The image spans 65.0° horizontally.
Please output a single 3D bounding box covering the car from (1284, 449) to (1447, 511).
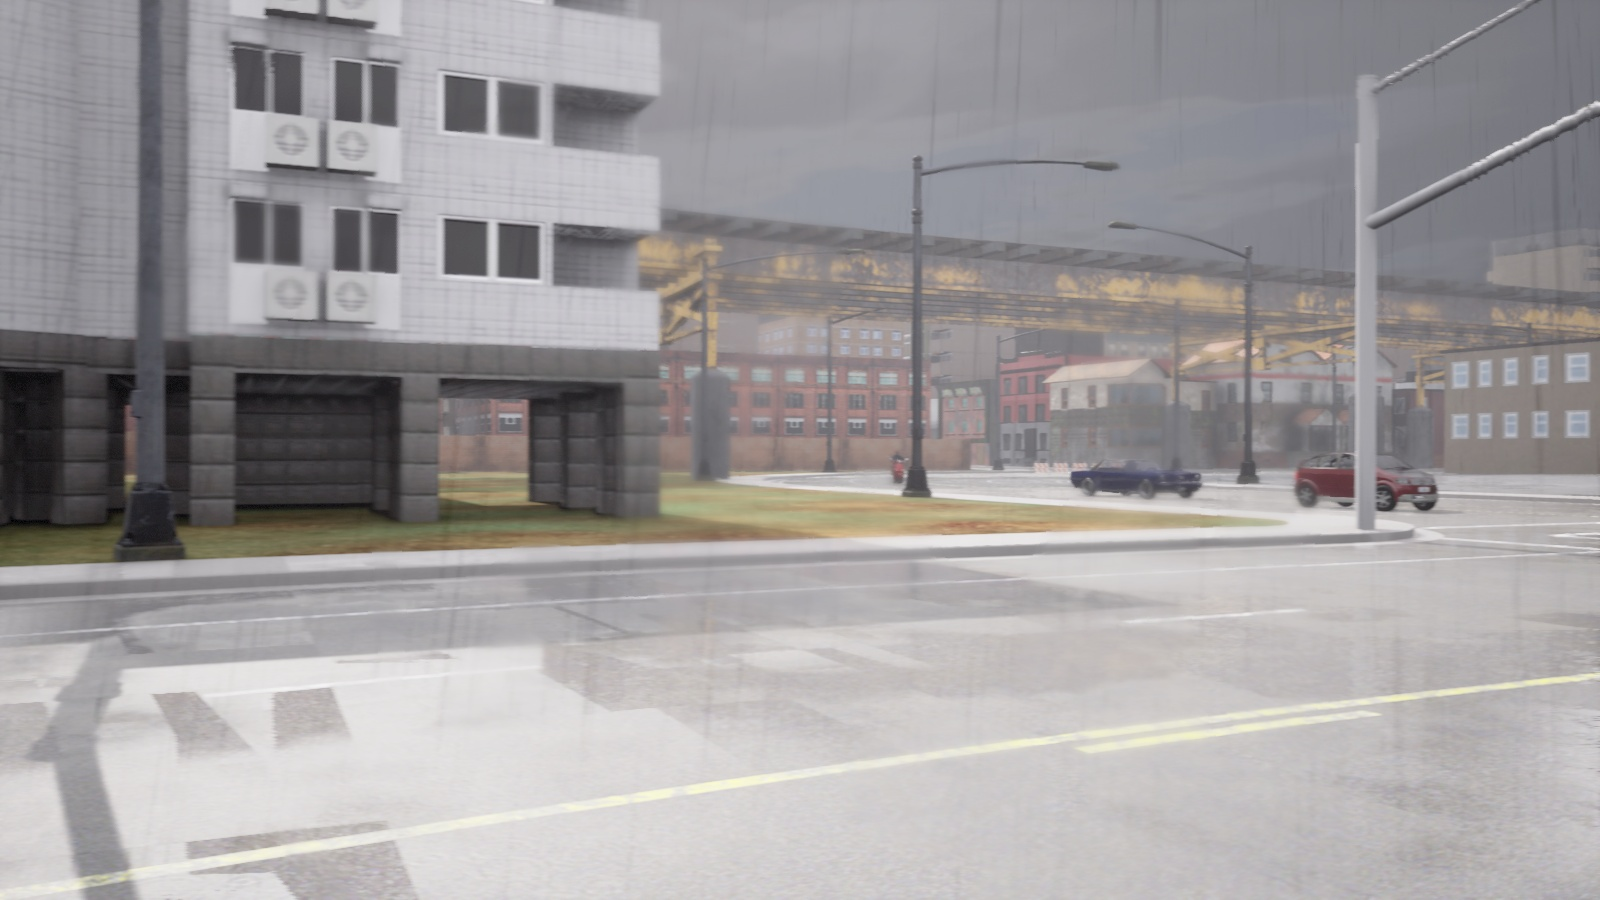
[{"bbox_3d":[15.083,0.758,33.659,1.789,1.549,3.705,0,0,-25],"label":"car"}]

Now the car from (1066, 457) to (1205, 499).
[{"bbox_3d":[11.108,0.900,41.927,1.895,1.301,4.718,0,0,-26],"label":"car"}]

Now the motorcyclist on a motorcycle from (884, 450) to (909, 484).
[{"bbox_3d":[4.525,0.792,59.171,0.866,1.590,1.817,1,0,-5],"label":"motorcyclist on a motorcycle"}]
